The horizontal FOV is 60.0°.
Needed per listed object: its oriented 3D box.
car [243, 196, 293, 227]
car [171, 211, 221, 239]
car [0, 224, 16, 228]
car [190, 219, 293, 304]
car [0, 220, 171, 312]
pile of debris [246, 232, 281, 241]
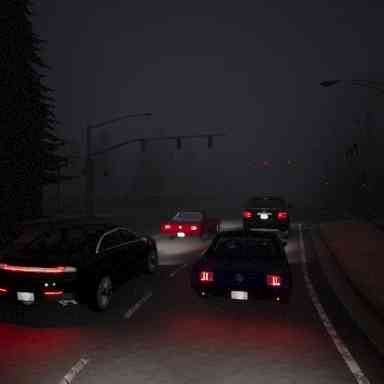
[{"bbox_3d":[4.065,1.221,17.638,2.150,2.045,5.566,0,0,17],"label":"car"},{"bbox_3d":[0.165,1.601,16.822,1.895,1.301,4.718,0,0,17],"label":"car"},{"bbox_3d":[-8.646,1.601,12.090,1.895,1.301,4.718,0,0,15],"label":"car"},{"bbox_3d":[1.388,1.601,8.243,1.895,1.301,4.718,0,0,13],"label":"car"},{"bbox_3d":[-2.239,1.492,7.809,2.128,1.511,4.902,0,0,11],"label":"car"},{"bbox_3d":[3.540,2.175,16.358,1.500,0.140,1.860,0,0,17],"label":"pile of debris"}]
